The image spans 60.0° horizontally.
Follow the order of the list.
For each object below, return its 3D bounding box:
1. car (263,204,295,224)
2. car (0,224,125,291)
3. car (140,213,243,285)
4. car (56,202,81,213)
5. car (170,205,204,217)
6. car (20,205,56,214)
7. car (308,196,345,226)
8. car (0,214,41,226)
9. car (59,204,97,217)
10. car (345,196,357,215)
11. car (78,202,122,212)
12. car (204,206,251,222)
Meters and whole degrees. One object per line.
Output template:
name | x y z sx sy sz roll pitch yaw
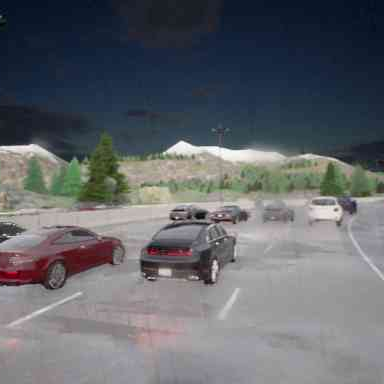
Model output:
car | 6.998 1.717 26.645 2.128 1.511 4.902 -1 -1 26
car | -3.701 1.677 9.508 1.812 1.442 4.674 -1 -1 18
car | 0.128 1.619 9.963 1.837 1.490 4.892 -1 -1 18
car | -11.907 1.900 36.170 2.097 1.767 4.553 -1 -1 27
car | -0.122 1.813 27.953 2.128 1.511 4.902 -1 -1 25
car | -17.946 2.259 39.778 1.895 1.301 4.718 -1 -1 27
car | 10.085 1.393 25.017 2.150 2.045 5.566 -1 -1 26
car | -6.813 1.711 11.220 1.837 1.490 4.892 -1 -1 18
car | -13.738 2.180 40.288 1.994 1.385 4.181 -1 -1 27
car | 17.417 1.462 37.982 2.150 2.045 5.566 -1 0 32
car | -9.002 2.018 34.182 1.812 1.442 4.674 -1 -1 27
car | 3.167 1.818 26.846 2.033 1.411 5.357 -1 -1 26
